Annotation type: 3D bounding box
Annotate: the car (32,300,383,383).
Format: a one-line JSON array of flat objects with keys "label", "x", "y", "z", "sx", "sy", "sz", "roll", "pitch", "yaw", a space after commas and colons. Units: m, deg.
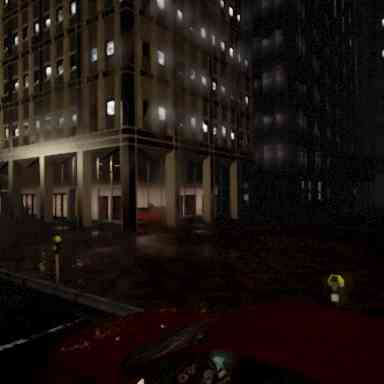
[{"label": "car", "x": 0.617, "y": 1.542, "z": 2.411, "sx": 4.507, "sy": 1.381, "sz": 1.887, "roll": 0, "pitch": -1, "yaw": 36}]
